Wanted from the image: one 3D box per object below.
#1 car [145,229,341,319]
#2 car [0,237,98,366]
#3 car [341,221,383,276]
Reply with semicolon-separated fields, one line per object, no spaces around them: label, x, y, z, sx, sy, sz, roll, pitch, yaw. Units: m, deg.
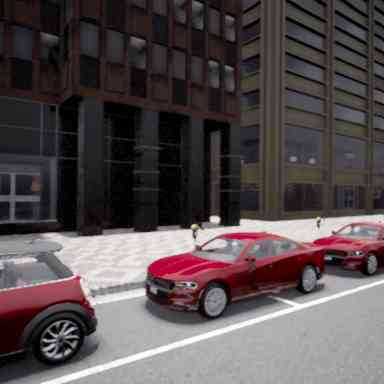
car;1.127;1.592;7.454;4.507;1.381;1.887;1;0;-36
car;-3.430;1.436;4.198;4.097;1.590;1.967;1;0;-36
car;5.686;1.644;10.710;4.507;1.381;1.887;1;0;-36
